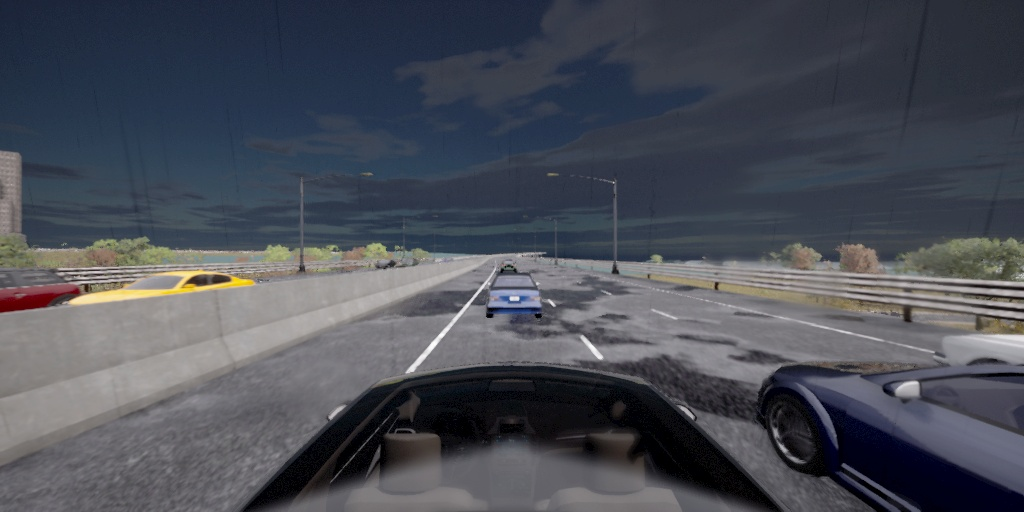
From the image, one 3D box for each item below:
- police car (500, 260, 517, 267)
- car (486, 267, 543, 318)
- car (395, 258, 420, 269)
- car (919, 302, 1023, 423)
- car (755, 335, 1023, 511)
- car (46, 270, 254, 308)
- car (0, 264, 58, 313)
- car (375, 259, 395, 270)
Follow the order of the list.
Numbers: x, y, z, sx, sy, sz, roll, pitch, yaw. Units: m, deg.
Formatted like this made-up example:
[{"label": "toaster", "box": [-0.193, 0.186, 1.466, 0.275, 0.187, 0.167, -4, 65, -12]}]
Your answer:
[{"label": "police car", "box": [-0.426, 1.241, 43.719, 2.038, 1.542, 4.974, 0, 0, -1]}, {"label": "car", "box": [0.054, 1.297, 13.012, 2.033, 1.411, 5.357, 0, 0, 0]}, {"label": "car", "box": [-14.804, 1.087, 51.660, 2.097, 1.767, 4.553, 0, 0, -1]}, {"label": "car", "box": [7.092, 1.349, 3.047, 1.895, 1.301, 4.718, 0, 0, 0]}, {"label": "car", "box": [3.591, 1.313, 2.110, 1.994, 1.385, 4.181, 0, 0, 0]}, {"label": "car", "box": [-10.640, 1.230, 11.456, 1.882, 1.535, 5.008, 0, 0, 0]}, {"label": "car", "box": [-14.128, 1.105, 9.012, 2.097, 1.767, 4.553, 0, 0, 0]}, {"label": "car", "box": [-18.315, 1.213, 52.236, 1.882, 1.535, 5.008, 0, 0, -1]}]
